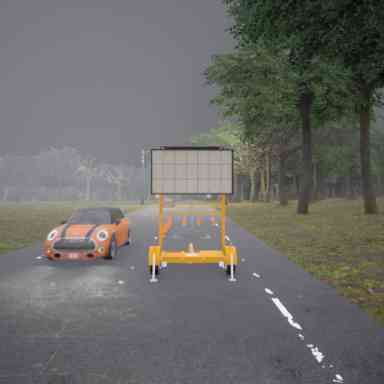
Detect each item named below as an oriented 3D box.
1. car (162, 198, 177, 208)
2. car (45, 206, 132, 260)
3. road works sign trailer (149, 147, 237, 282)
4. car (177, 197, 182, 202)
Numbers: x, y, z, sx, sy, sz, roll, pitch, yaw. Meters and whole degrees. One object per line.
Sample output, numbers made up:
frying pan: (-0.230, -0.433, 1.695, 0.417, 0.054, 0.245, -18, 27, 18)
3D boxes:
car: (-3.652, 1.631, 49.411, 1.812, 1.442, 4.674, 0, -1, 0)
car: (-3.614, 1.365, 12.376, 2.097, 1.767, 4.553, 0, 0, 0)
road works sign trailer: (0.000, 0.473, 9.822, 2.380, 3.560, 2.880, 0, 0, -1)
car: (-3.608, 2.085, 89.559, 1.994, 1.385, 4.181, 0, -1, 0)
